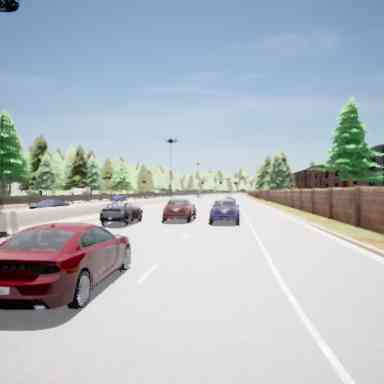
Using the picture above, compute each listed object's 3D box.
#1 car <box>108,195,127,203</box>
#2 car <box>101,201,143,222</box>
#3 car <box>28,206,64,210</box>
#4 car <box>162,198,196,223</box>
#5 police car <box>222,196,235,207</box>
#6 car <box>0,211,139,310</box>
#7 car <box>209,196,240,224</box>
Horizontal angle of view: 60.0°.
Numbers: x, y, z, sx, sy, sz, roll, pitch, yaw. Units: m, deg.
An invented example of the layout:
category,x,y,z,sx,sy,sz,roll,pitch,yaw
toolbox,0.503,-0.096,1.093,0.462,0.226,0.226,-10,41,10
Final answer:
category,x,y,z,sx,sy,sz,roll,pitch,yaw
car,-14.103,1.311,63.151,1.882,1.535,5.008,0,0,7
car,-4.732,1.425,22.847,2.128,1.511,4.902,0,0,7
car,-14.233,1.417,33.483,2.033,1.411,5.357,0,0,7
car,-0.883,1.298,25.557,2.097,1.767,4.553,0,0,7
police car,5.766,1.429,52.316,2.038,1.542,4.974,0,0,7
car,-2.875,1.449,7.865,1.882,1.535,5.008,0,0,5
car,2.425,1.315,24.316,2.097,1.767,4.553,0,0,7
